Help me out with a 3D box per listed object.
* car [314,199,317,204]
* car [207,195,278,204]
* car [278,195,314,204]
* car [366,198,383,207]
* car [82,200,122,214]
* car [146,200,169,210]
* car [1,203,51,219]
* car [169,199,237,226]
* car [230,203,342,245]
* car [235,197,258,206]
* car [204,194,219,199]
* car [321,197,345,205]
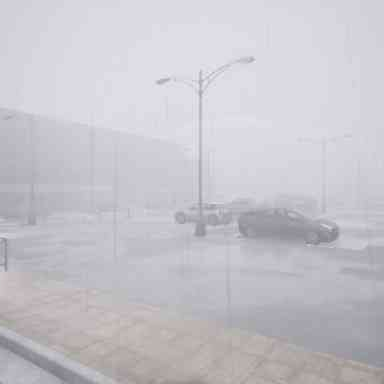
[{"bbox_3d":[12.883,1.289,40.931,4.605,1.855,1.932,0,0,35],"label":"car"},{"bbox_3d":[4.167,1.345,27.866,5.027,1.636,2.152,0,0,35],"label":"car"},{"bbox_3d":[11.544,1.269,38.320,3.866,1.878,1.905,0,0,35],"label":"car"},{"bbox_3d":[28.055,1.576,49.322,3.806,1.475,1.970,0,0,35],"label":"car"},{"bbox_3d":[-10.302,1.681,38.172,1.837,1.490,4.892,0,0,35],"label":"car"},{"bbox_3d":[-4.523,1.740,46.326,1.994,1.385,4.181,0,0,36],"label":"car"},{"bbox_3d":[-15.376,1.740,30.987,1.994,1.385,4.181,0,0,35],"label":"car"},{"bbox_3d":[0.731,1.424,22.436,3.806,1.475,1.970,0,0,35],"label":"car"},{"bbox_3d":[4.378,1.490,15.379,4.514,1.523,2.007,0,0,35],"label":"car"},{"bbox_3d":[10.013,1.668,60.538,2.128,1.511,4.902,0,0,35],"label":"car"},{"bbox_3d":[3.884,1.398,51.834,2.150,2.045,5.566,0,0,35],"label":"car"},{"bbox_3d":[23.710,1.565,56.035,3.633,1.501,1.845,0,0,35],"label":"car"}]
